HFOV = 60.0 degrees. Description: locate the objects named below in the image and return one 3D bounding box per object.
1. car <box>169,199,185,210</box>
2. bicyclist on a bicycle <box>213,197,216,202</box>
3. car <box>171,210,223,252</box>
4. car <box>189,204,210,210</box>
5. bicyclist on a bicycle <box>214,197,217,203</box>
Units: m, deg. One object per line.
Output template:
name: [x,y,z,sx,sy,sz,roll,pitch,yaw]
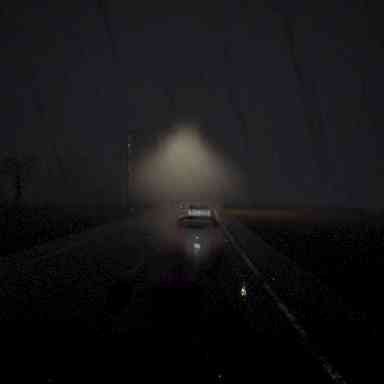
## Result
car: [-2.083,1.730,47.436,1.837,1.490,4.892,0,-1,4]
bicyclist on a bicycle: [5.516,2.023,83.740,0.582,1.620,1.656,0,-1,6]
car: [0.243,1.647,14.034,1.895,1.301,4.718,0,0,1]
car: [0.681,1.715,29.216,1.895,1.301,4.718,0,0,2]
bicyclist on a bicycle: [6.526,2.126,92.654,0.582,1.620,1.656,0,-1,7]
